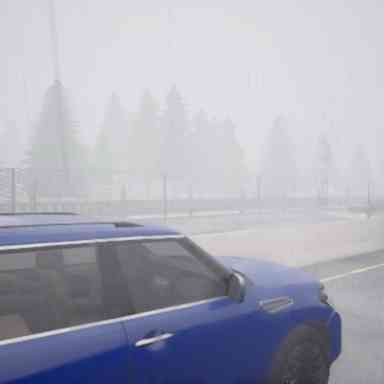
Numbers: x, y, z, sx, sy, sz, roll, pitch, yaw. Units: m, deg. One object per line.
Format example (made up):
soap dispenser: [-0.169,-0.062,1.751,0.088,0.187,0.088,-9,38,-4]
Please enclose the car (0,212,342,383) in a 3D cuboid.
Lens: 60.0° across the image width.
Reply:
car: [-0.944,1.219,3.073,5.566,2.045,2.150,0,0,-36]
